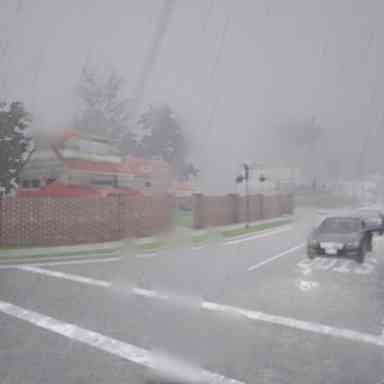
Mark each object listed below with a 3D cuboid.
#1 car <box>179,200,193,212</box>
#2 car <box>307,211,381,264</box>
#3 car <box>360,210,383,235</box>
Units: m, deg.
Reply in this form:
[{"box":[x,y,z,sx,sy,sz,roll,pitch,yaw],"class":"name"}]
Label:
[{"box":[-1.813,1.932,47.727,4.605,1.855,1.932,-1,-1,33],"class":"car"},{"box":[5.932,1.730,13.080,2.128,1.511,4.902,-1,-1,33],"class":"car"},{"box":[11.393,1.887,21.455,1.812,1.442,4.674,-1,-1,33],"class":"car"}]
